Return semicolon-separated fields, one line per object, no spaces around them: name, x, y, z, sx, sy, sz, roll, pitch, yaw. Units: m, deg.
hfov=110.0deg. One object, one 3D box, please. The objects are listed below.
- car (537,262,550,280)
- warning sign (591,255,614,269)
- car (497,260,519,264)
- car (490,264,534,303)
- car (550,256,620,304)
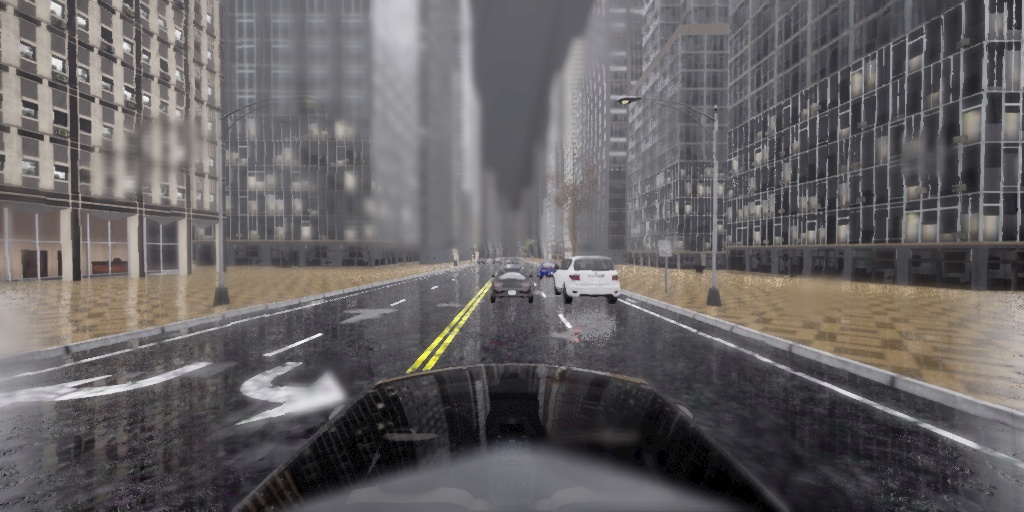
car;3.250;1.227;31.504;1.882;1.535;5.008;0;0;0
warning sign;6.100;0.858;24.875;1.300;1.860;1.060;0;0;0
car;0.000;1.305;31.504;2.033;1.411;5.357;0;0;0
car;0.000;1.279;16.502;1.812;1.442;4.674;0;0;0
car;3.251;1.004;16.531;2.150;2.045;5.566;0;0;0
